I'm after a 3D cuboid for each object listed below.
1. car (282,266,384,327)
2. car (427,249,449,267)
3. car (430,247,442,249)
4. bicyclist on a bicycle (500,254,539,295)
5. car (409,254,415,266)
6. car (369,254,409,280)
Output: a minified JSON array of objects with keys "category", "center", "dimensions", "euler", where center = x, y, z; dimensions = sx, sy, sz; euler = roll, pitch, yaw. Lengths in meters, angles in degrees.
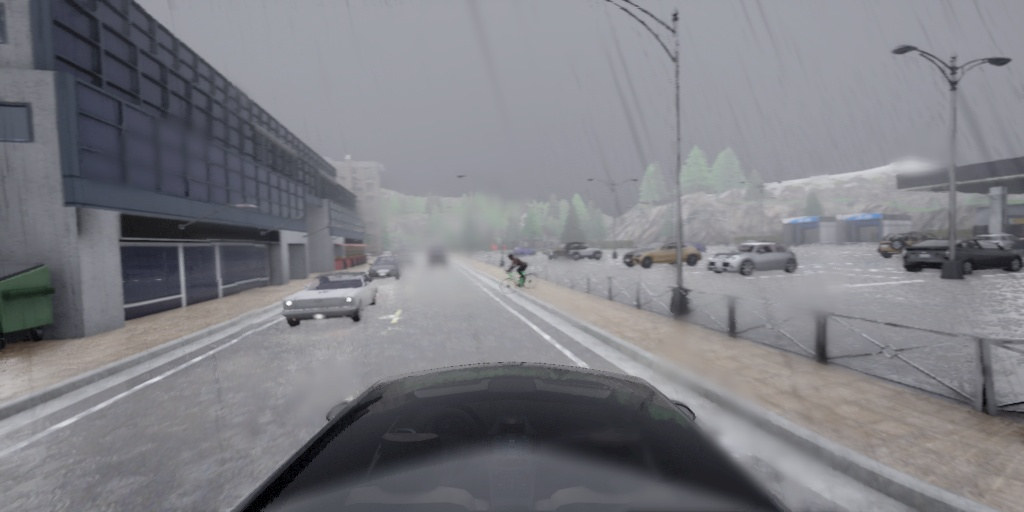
[{"category":"car","center":[-5.552,1.226,11.550],"dimensions":[1.895,1.301,4.718],"euler":[-2,2,-13]},{"category":"car","center":[-7.768,0.325,37.826],"dimensions":[1.837,1.490,4.892],"euler":[-2,2,-12]},{"category":"car","center":[-10.622,-0.284,50.286],"dimensions":[2.150,2.045,5.566],"euler":[-2,2,-12]},{"category":"bicyclist on a bicycle","center":[0.230,0.687,14.569],"dimensions":[1.656,1.620,0.582],"euler":[-12,4,-12]},{"category":"car","center":[-12.174,0.449,41.228],"dimensions":[1.895,1.301,4.718],"euler":[-2,2,-13]},{"category":"car","center":[-8.416,0.788,24.187],"dimensions":[2.128,1.511,4.902],"euler":[-2,2,-13]}]
